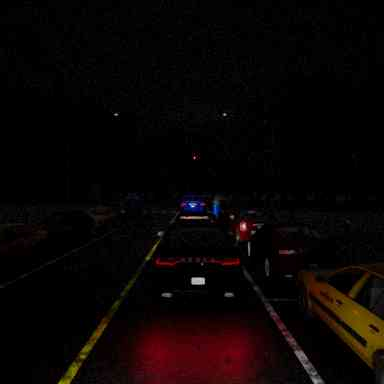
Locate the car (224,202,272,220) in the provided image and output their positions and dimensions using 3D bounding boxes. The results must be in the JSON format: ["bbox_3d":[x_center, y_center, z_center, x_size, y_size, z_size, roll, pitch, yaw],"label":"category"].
[{"bbox_3d":[2.757,1.441,15.217,1.967,1.590,4.097,0,0,0],"label":"car"}]

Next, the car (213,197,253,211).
[{"bbox_3d":[2.756,1.317,20.655,2.192,1.841,5.009,0,0,0],"label":"car"}]

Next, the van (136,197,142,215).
[{"bbox_3d":[-5.771,1.346,31.528,1.690,1.788,3.998,0,0,0],"label":"van"}]

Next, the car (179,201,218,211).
[{"bbox_3d":[0.093,1.493,19.001,2.128,1.511,4.902,0,0,0],"label":"car"}]

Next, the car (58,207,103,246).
[{"bbox_3d":[-5.768,1.567,15.215,1.947,1.339,4.313,0,0,0],"label":"car"}]

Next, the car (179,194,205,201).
[{"bbox_3d":[0.018,1.226,29.369,2.150,2.045,5.566,0,0,-2],"label":"car"}]

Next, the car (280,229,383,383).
[{"bbox_3d":[2.759,1.525,4.512,1.752,1.417,4.829,0,0,0],"label":"car"}]

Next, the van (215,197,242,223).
[{"bbox_3d":[2.755,1.344,26.092,1.690,1.788,3.998,0,0,0],"label":"van"}]

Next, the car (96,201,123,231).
[{"bbox_3d":[-5.769,1.527,20.483,1.752,1.417,4.829,0,0,0],"label":"car"}]

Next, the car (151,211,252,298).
[{"bbox_3d":[0.093,1.478,8.558,1.882,1.535,5.008,0,0,0],"label":"car"}]

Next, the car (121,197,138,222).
[{"bbox_3d":[-5.770,1.444,26.090,1.967,1.590,4.097,0,0,0],"label":"car"}]

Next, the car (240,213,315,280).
[{"bbox_3d":[2.758,1.545,9.779,1.887,1.381,4.507,0,0,0],"label":"car"}]

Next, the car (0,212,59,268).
[{"bbox_3d":[-5.767,1.526,9.608,1.752,1.417,4.829,0,0,0],"label":"car"}]

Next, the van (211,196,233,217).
[{"bbox_3d":[2.754,1.346,31.530,1.690,1.788,3.998,0,0,0],"label":"van"}]
